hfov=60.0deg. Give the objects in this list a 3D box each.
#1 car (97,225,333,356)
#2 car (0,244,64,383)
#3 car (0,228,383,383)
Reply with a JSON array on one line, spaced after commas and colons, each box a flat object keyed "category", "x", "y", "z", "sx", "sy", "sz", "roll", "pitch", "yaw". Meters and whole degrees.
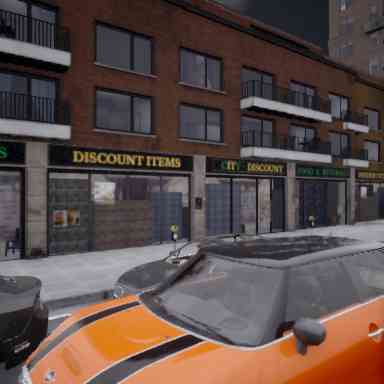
[{"category": "car", "x": 0.623, "y": 1.551, "z": 6.628, "sx": 4.403, "sy": 1.369, "sz": 2.008, "roll": 0, "pitch": 0, "yaw": -35}, {"category": "car", "x": -3.873, "y": 1.551, "z": 3.427, "sx": 4.403, "sy": 1.369, "sz": 2.008, "roll": 0, "pitch": 0, "yaw": -35}, {"category": "car", "x": 0.665, "y": 1.352, "z": 3.539, "sx": 4.553, "sy": 1.767, "sz": 2.097, "roll": 0, "pitch": 0, "yaw": -35}]
